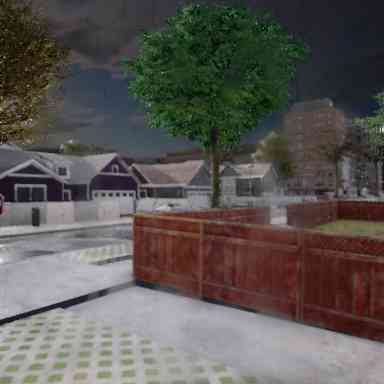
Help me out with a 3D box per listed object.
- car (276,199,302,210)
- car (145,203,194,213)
[{"bbox_3d":[12.880,1.581,43.669,2.033,1.411,5.357,0,0,36],"label":"car"},{"bbox_3d":[-1.598,1.532,23.468,1.812,1.442,4.674,0,0,36],"label":"car"}]
